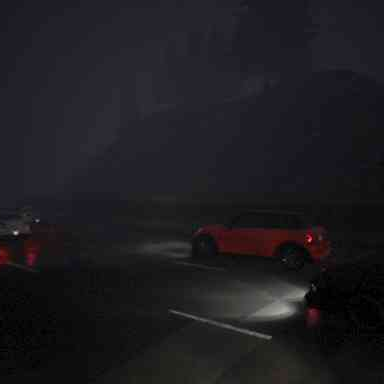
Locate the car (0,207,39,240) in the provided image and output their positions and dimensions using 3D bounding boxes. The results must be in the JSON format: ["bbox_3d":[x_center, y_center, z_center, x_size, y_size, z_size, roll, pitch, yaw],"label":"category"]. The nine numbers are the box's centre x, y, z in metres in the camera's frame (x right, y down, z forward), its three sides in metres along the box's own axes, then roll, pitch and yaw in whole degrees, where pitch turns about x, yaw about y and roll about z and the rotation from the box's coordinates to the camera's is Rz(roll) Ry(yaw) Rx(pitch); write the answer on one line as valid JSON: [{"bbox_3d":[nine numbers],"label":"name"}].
[{"bbox_3d":[-9.884,1.683,17.076,4.674,1.442,1.812,-1,0,43],"label":"car"}]

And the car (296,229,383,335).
[{"bbox_3d":[4.618,1.553,5.031,5.357,1.411,2.033,-1,0,36],"label":"car"}]

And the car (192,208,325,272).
[{"bbox_3d":[2.184,1.410,11.291,4.553,1.767,2.097,-1,0,38],"label":"car"}]

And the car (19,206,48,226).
[{"bbox_3d":[-12.074,1.738,24.204,1.812,1.442,4.674,0,0,-44],"label":"car"}]
